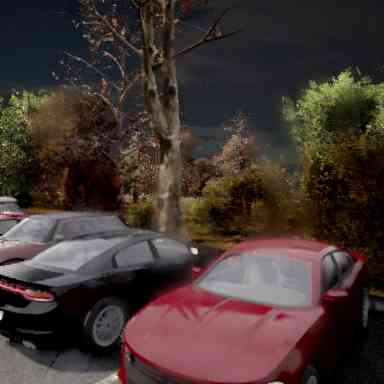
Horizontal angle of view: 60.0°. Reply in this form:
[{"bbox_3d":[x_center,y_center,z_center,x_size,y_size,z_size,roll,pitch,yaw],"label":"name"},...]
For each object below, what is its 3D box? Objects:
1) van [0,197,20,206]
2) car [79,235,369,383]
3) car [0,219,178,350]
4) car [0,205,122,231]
[{"bbox_3d":[-7.817,1.168,11.316,1.878,1.987,4.442,1,0,36],"label":"van"},{"bbox_3d":[1.206,1.469,4.739,2.097,1.535,5.008,0,0,36],"label":"car"},{"bbox_3d":[-1.097,1.450,6.371,2.097,1.535,5.008,0,0,36],"label":"car"},{"bbox_3d":[-3.374,1.305,8.040,2.185,1.767,4.553,0,0,36],"label":"car"}]
